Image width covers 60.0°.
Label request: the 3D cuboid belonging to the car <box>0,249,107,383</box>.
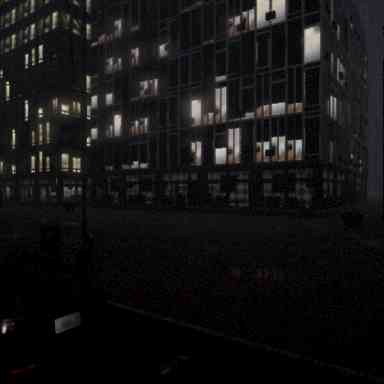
[{"bbox_3d":[-3.144,1.565,5.112,4.313,1.339,1.947,0,0,35],"label":"car"}]
